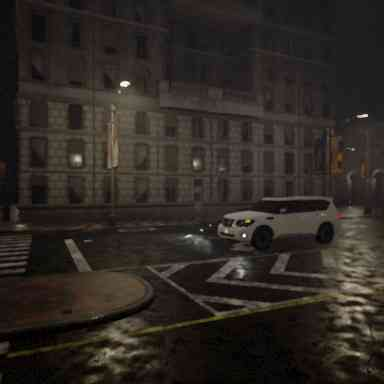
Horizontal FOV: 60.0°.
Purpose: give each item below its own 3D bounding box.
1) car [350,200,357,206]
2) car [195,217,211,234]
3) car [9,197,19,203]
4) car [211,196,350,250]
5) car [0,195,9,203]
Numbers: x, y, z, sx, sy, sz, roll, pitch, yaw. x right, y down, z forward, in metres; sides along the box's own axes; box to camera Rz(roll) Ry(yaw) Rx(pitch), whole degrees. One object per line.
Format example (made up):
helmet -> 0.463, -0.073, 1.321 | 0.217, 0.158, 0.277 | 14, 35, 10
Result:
car -> 23.101, 1.448, 51.597 | 1.837, 1.490, 4.892 | 0, 0, -25
car -> 2.905, 1.535, 17.862 | 5.357, 1.411, 2.033 | 0, 0, -24
car -> -33.569, 1.551, 67.209 | 2.033, 1.411, 5.357 | 0, 0, 17
car -> 3.886, 1.209, 14.461 | 5.566, 2.045, 2.150 | 0, 0, -25
car -> -37.591, 1.373, 65.285 | 2.097, 1.767, 4.553 | 0, 0, 14
